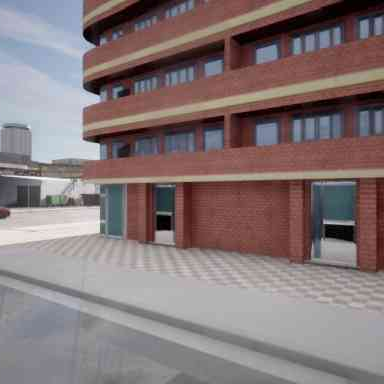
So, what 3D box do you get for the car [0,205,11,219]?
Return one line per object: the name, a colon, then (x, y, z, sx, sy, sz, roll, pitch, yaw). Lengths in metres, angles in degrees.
car: (-17.076, 1.564, 26.926, 1.994, 1.385, 4.181, 0, 0, 34)
